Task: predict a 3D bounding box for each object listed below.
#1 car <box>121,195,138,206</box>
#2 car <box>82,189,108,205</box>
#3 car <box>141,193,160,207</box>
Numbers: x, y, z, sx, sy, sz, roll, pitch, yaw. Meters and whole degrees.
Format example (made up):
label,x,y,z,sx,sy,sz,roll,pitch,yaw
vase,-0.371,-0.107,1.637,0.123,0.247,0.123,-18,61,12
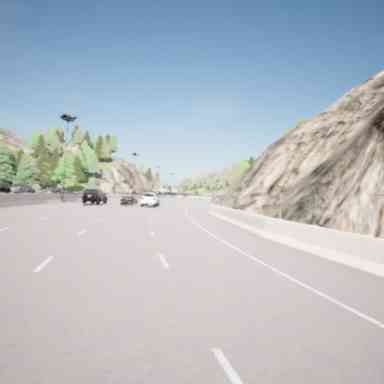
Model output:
label,x,y,z,sx,sy,sz,roll,pitch,yaw
car,-9.511,1.215,50.681,2.128,1.511,4.902,4,0,2
car,-13.177,0.661,45.418,2.150,2.045,5.566,3,0,1
car,-6.167,1.166,50.261,2.150,2.045,5.566,3,0,3
